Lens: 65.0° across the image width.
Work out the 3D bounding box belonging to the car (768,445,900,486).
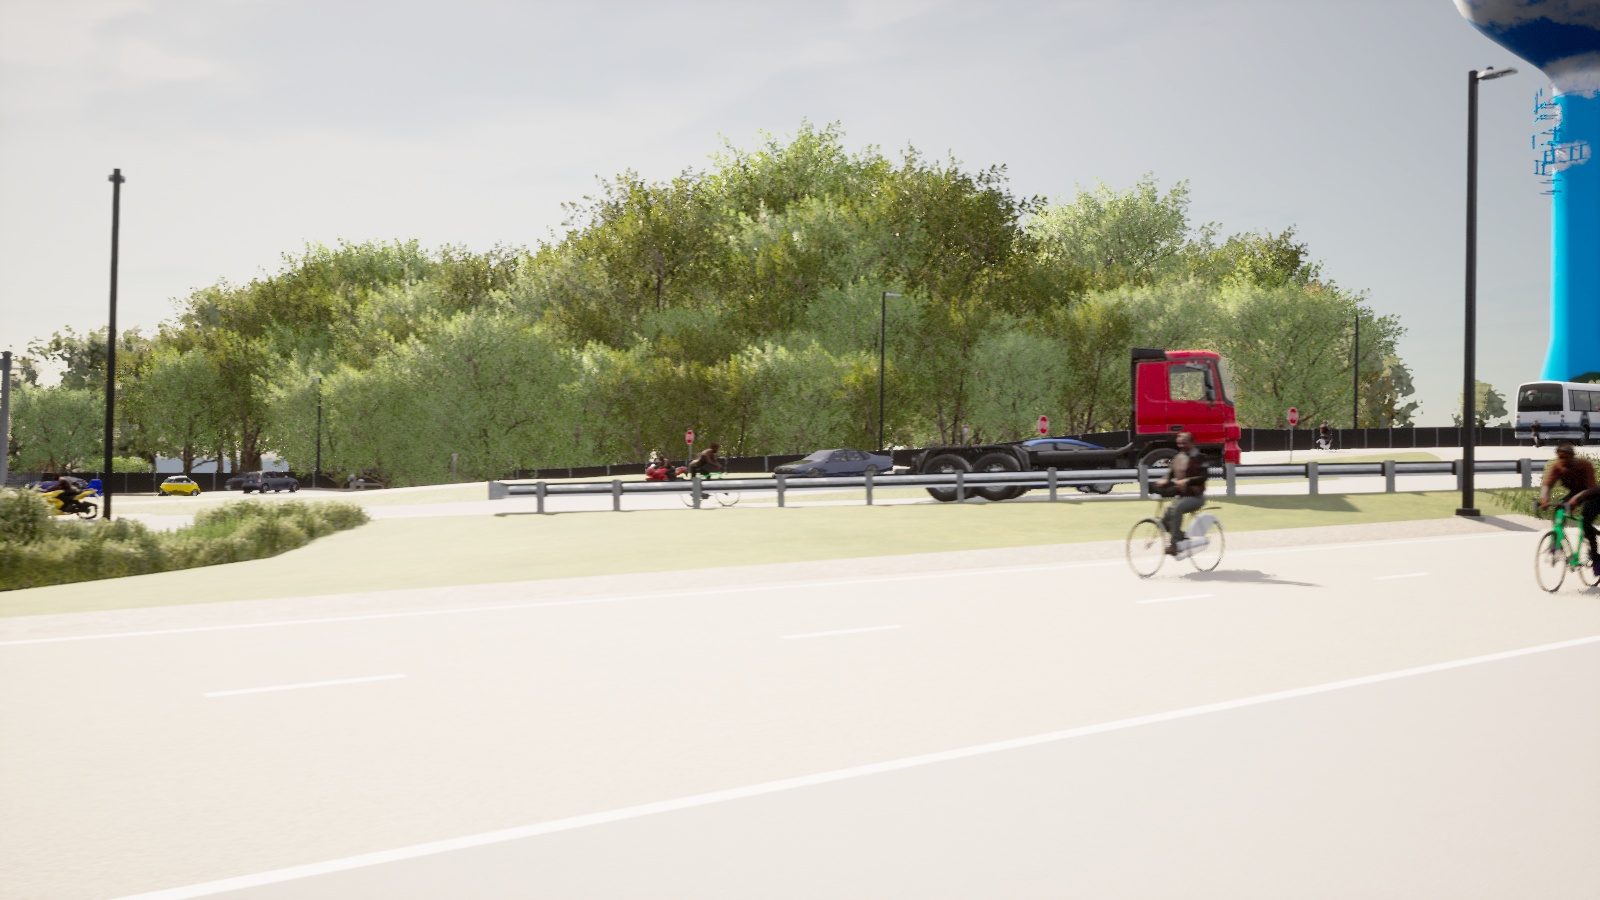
[{"bbox_3d":[1.493,0.637,53.697,5.357,1.411,2.033,-3,2,-33],"label":"car"}]

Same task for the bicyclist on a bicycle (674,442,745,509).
[{"bbox_3d":[-2.275,0.649,31.641,1.656,1.620,0.582,-2,-2,19],"label":"bicyclist on a bicycle"}]

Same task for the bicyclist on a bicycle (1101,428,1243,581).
[{"bbox_3d":[4.568,0.641,15.367,1.843,1.776,0.659,0,0,-35],"label":"bicyclist on a bicycle"}]

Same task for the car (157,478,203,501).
[{"bbox_3d":[-39.333,2.493,79.674,1.481,1.376,2.207,0,0,43],"label":"car"}]

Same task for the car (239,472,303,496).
[{"bbox_3d":[-37.388,2.370,88.869,1.851,1.617,3.988,-1,0,22],"label":"car"}]

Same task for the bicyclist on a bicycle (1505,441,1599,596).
[{"bbox_3d":[8.473,0.712,13.820,1.656,1.620,0.582,0,0,-35],"label":"bicyclist on a bicycle"}]

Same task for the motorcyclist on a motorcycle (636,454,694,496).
[{"bbox_3d":[-5.278,0.948,49.102,2.044,1.523,0.797,-3,1,-34],"label":"motorcyclist on a motorcycle"}]

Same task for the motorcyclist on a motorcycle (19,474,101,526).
[{"bbox_3d":[-22.303,1.503,37.883,2.044,1.523,0.797,0,-1,-21],"label":"motorcyclist on a motorcycle"}]

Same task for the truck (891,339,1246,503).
[{"bbox_3d":[6.450,-0.587,30.356,7.936,3.462,2.891,-2,-1,17],"label":"truck"}]

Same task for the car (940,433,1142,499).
[{"bbox_3d":[6.409,0.435,33.754,5.008,1.535,1.882,-2,-1,0],"label":"car"}]
